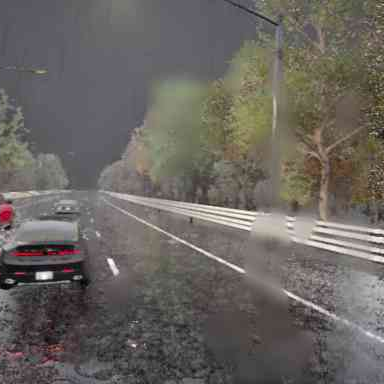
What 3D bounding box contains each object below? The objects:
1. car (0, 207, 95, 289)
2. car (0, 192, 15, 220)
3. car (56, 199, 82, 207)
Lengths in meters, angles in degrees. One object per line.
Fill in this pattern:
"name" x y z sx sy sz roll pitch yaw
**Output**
"car" -3.728 1.386 8.901 1.837 1.490 4.892 2 0 -19
"car" -9.621 0.933 15.073 2.150 2.045 5.566 1 1 -19
"car" -9.811 1.230 26.529 2.033 1.411 5.357 2 0 -19
